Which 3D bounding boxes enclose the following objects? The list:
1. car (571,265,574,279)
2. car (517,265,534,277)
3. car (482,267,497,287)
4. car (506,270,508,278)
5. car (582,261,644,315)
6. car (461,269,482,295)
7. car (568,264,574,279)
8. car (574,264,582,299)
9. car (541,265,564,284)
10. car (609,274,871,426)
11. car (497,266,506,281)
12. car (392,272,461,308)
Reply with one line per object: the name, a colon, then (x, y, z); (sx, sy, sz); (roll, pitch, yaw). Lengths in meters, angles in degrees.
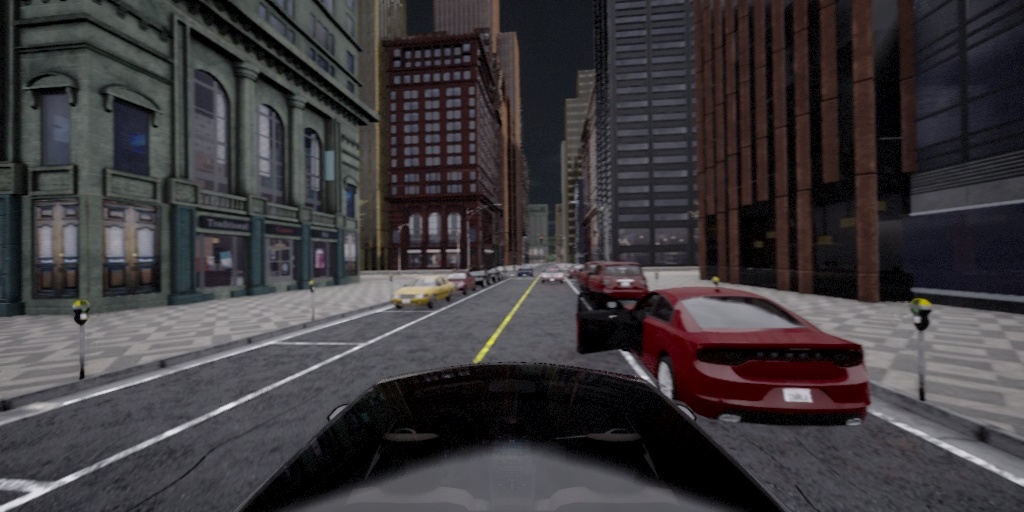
car: (5.781, 1.553, 27.082); (1.948, 1.339, 4.313); (0, 0, 6)
car: (1.720, 1.799, 43.254); (2.033, 1.411, 5.357); (-1, -1, 7)
car: (-2.693, 1.681, 28.004); (1.948, 1.339, 4.313); (0, 0, 6)
car: (-1.469, 1.793, 39.210); (2.007, 1.370, 4.403); (0, 0, 6)
car: (4.557, 1.177, 15.877); (2.192, 1.841, 5.009); (0, 0, 6)
car: (-3.305, 1.634, 22.402); (1.802, 1.307, 4.207); (0, 0, 6)
car: (7.006, 1.555, 38.287); (1.967, 1.591, 4.097); (0, 0, 6)
car: (5.169, 1.239, 21.480); (2.192, 1.841, 5.009); (0, 0, 6)
car: (3.507, 1.673, 31.240); (1.895, 1.301, 4.718); (-1, -1, 7)
car: (3.059, 1.238, 5.971); (1.882, 1.535, 5.008); (-1, -1, 6)
car: (-2.081, 1.745, 33.607); (1.948, 1.339, 4.313); (0, 0, 6)
car: (-3.936, 1.515, 16.630); (1.751, 1.417, 4.829); (0, 0, 6)
